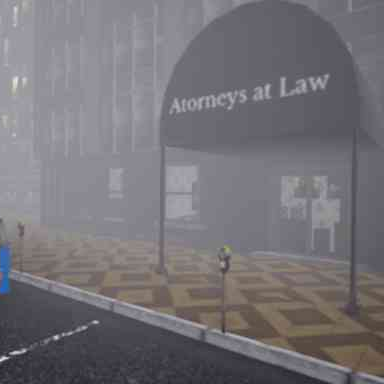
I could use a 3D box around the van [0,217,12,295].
[{"bbox_3d":[-5.262,1.234,6.618,3.998,1.788,1.690,1,1,35],"label":"van"}]
